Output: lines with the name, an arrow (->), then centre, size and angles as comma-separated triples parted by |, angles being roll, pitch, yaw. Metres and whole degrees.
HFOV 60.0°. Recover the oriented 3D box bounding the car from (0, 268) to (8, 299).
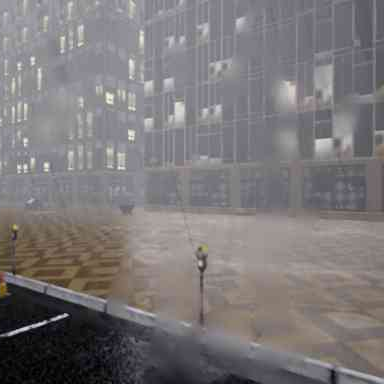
car -> -5.669, 1.523, 6.889 | 4.829, 1.417, 1.752 | 0, 0, 35
